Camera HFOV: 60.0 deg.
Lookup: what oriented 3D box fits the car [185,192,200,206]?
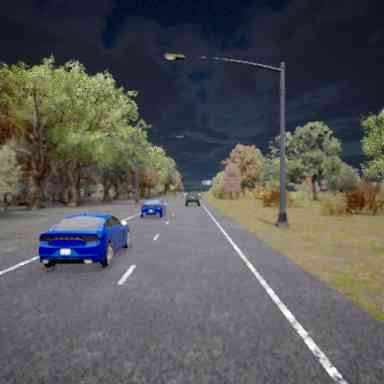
[{"bbox_3d":[0.106,1.085,51.964,2.150,2.045,5.566,0,-1,0],"label":"car"}]

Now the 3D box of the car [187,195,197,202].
[{"bbox_3d":[0.010,1.312,69.113,1.882,1.535,5.008,0,0,0],"label":"car"}]

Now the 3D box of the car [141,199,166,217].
[{"bbox_3d":[-3.399,1.403,30.031,1.882,1.535,5.008,0,0,0],"label":"car"}]

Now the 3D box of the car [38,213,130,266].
[{"bbox_3d":[-3.401,1.449,11.410,1.882,1.535,5.008,0,0,0],"label":"car"}]
